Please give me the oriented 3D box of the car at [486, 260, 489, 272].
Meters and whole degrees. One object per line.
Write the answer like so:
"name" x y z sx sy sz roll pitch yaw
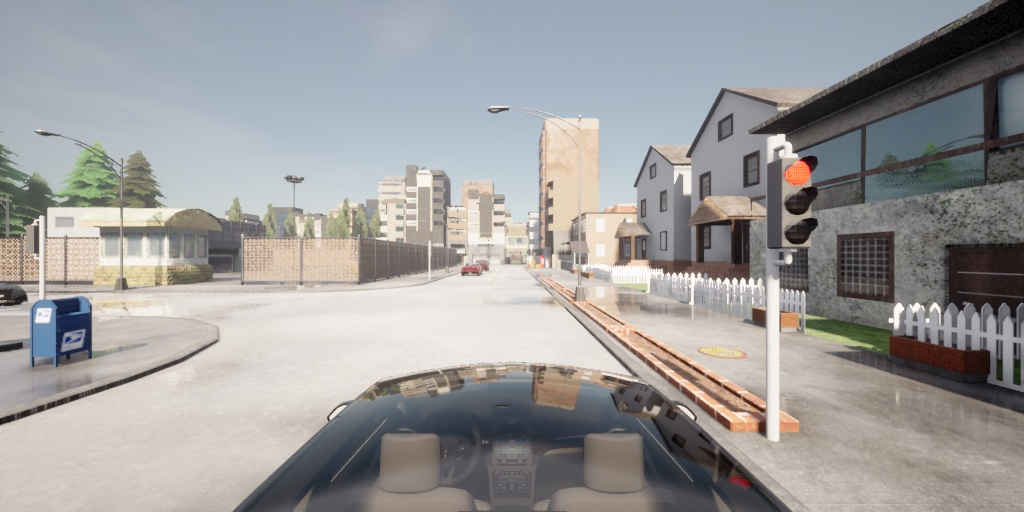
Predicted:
"car" -4.093 1.228 47.726 1.882 1.535 5.008 0 0 0

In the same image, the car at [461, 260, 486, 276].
"car" -4.106 1.351 37.220 1.895 1.301 4.718 0 0 0

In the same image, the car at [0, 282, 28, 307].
"car" -20.933 1.314 13.245 4.181 1.385 1.994 0 0 0
